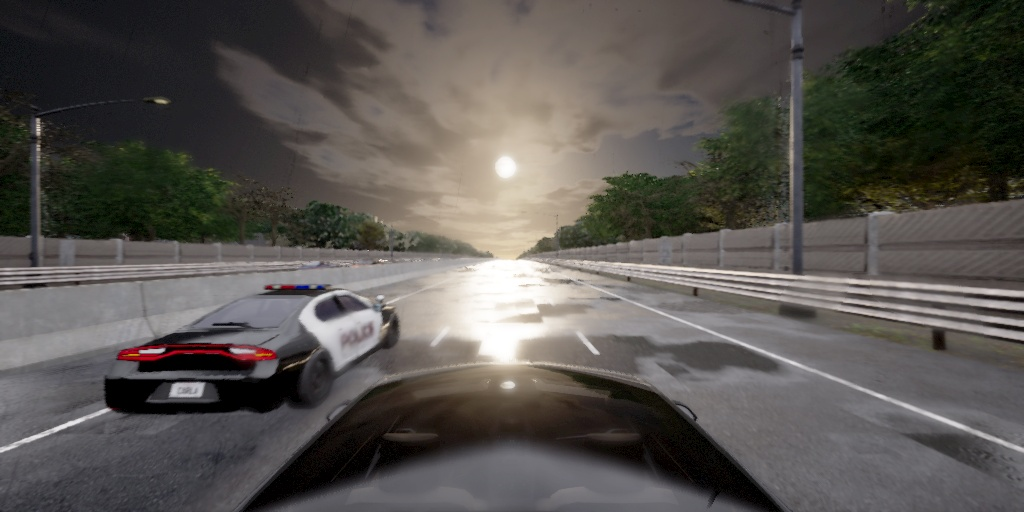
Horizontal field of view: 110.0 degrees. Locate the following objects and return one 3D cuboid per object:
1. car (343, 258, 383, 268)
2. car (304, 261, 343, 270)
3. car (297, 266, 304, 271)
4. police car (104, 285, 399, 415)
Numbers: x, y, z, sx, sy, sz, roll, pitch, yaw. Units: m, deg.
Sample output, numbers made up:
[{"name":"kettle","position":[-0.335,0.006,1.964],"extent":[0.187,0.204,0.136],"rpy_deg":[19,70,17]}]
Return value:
[{"name":"car","position":[-14.153,1.118,34.959],"extent":[2.097,1.767,4.553],"rpy_deg":[0,0,0]},{"name":"car","position":[-17.654,1.371,34.899],"extent":[1.895,1.301,4.718],"rpy_deg":[0,0,0]},{"name":"car","position":[-21.143,1.297,38.726],"extent":[1.812,1.442,4.674],"rpy_deg":[0,0,0]},{"name":"police car","position":[-3.519,1.275,6.298],"extent":[2.038,1.542,4.974],"rpy_deg":[0,0,0]}]
